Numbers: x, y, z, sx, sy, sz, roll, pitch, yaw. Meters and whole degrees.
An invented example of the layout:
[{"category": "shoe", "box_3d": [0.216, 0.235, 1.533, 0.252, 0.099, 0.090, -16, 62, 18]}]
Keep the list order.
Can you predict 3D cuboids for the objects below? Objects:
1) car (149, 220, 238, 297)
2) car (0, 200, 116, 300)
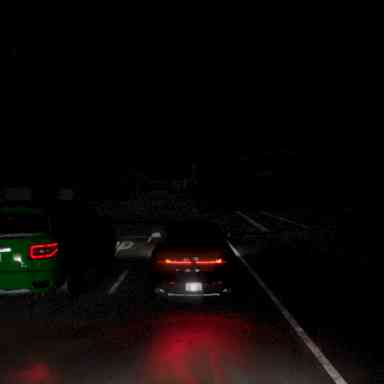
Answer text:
[{"category": "car", "box_3d": [0.000, 1.489, 8.526, 1.837, 1.490, 4.892, 0, 0, -1]}, {"category": "car", "box_3d": [-3.492, 1.208, 8.450, 2.150, 2.045, 5.566, 0, 0, -1]}]
